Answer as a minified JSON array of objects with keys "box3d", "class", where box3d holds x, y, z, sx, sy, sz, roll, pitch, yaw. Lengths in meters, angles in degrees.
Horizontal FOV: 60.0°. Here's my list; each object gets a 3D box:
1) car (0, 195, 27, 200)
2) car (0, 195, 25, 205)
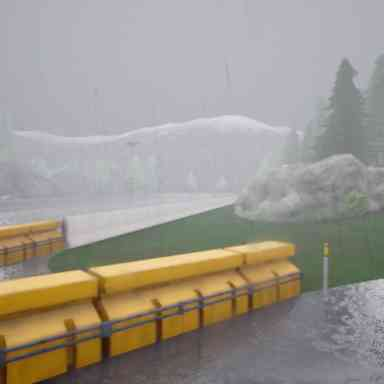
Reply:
[{"box3d":[-23.493,1.307,44.465,1.994,1.385,4.181,0,0,15],"class":"car"},{"box3d":[-28.692,1.222,52.069,1.812,1.442,4.674,0,0,15],"class":"car"}]
